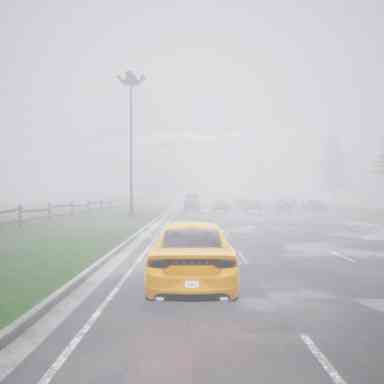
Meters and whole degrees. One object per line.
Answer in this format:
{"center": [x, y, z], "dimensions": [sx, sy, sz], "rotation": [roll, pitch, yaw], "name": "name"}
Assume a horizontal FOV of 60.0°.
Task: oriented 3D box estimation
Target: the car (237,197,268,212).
{"center": [6.997, 1.547, 39.083], "dimensions": [2.033, 1.411, 5.357], "rotation": [0, 0, 0], "name": "car"}

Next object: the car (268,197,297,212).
{"center": [10.496, 1.526, 39.162], "dimensions": [1.812, 1.442, 4.674], "rotation": [0, 0, 0], "name": "car"}

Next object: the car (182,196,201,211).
{"center": [-0.009, 1.505, 38.375], "dimensions": [1.837, 1.490, 4.892], "rotation": [0, 0, 0], "name": "car"}

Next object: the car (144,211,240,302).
{"center": [-0.002, 1.478, 8.351], "dimensions": [1.882, 1.535, 5.008], "rotation": [0, 0, 0], "name": "car"}

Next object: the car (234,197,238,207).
{"center": [6.993, 1.491, 49.405], "dimensions": [2.128, 1.511, 4.902], "rotation": [0, 0, 0], "name": "car"}

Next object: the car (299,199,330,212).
{"center": [13.989, 1.547, 38.220], "dimensions": [2.033, 1.411, 5.357], "rotation": [0, 0, 0], "name": "car"}

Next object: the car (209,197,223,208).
{"center": [3.493, 1.526, 49.680], "dimensions": [1.812, 1.442, 4.674], "rotation": [0, 0, 0], "name": "car"}

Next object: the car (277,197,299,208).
{"center": [13.988, 1.505, 48.825], "dimensions": [1.837, 1.490, 4.892], "rotation": [0, 0, 0], "name": "car"}

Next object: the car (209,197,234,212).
{"center": [3.498, 1.564, 39.646], "dimensions": [1.994, 1.385, 4.181], "rotation": [0, 0, 0], "name": "car"}

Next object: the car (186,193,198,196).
{"center": [-0.013, 1.221, 48.807], "dimensions": [2.150, 2.045, 5.566], "rotation": [0, 0, 0], "name": "car"}

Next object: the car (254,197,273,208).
{"center": [10.490, 1.526, 49.214], "dimensions": [1.812, 1.442, 4.674], "rotation": [0, 0, 0], "name": "car"}
